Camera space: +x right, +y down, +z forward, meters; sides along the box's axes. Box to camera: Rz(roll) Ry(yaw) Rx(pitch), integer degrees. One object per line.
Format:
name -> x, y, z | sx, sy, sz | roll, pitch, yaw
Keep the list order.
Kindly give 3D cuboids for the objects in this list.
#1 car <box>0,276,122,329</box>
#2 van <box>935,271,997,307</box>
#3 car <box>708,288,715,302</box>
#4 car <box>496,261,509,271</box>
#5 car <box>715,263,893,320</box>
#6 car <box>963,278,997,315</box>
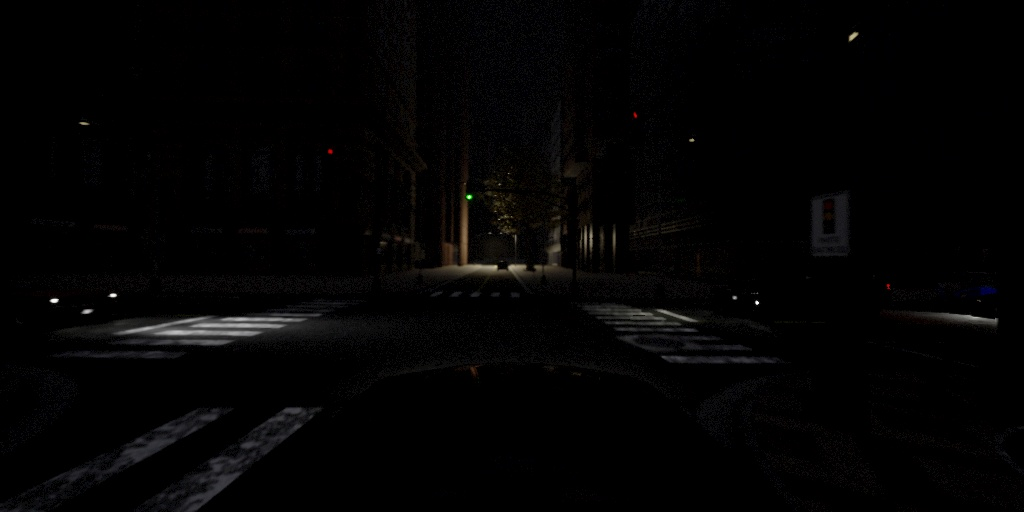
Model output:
car -> -14.357, 1.242, 10.238 | 4.718, 1.301, 1.895 | 1, -1, -1
van -> 22.511, 1.601, 16.890 | 3.998, 1.789, 1.690 | 0, 0, -1
car -> 11.463, 1.667, 16.652 | 4.403, 1.370, 2.007 | 0, 0, -1
car -> -1.500, 1.705, 58.026 | 1.837, 1.490, 4.892 | 0, 0, -2
car -> 11.406, 1.301, 13.999 | 5.566, 2.045, 2.150 | 1, -1, -1
car -> 21.923, 1.764, 14.223 | 5.357, 1.411, 2.033 | 1, -1, -1
